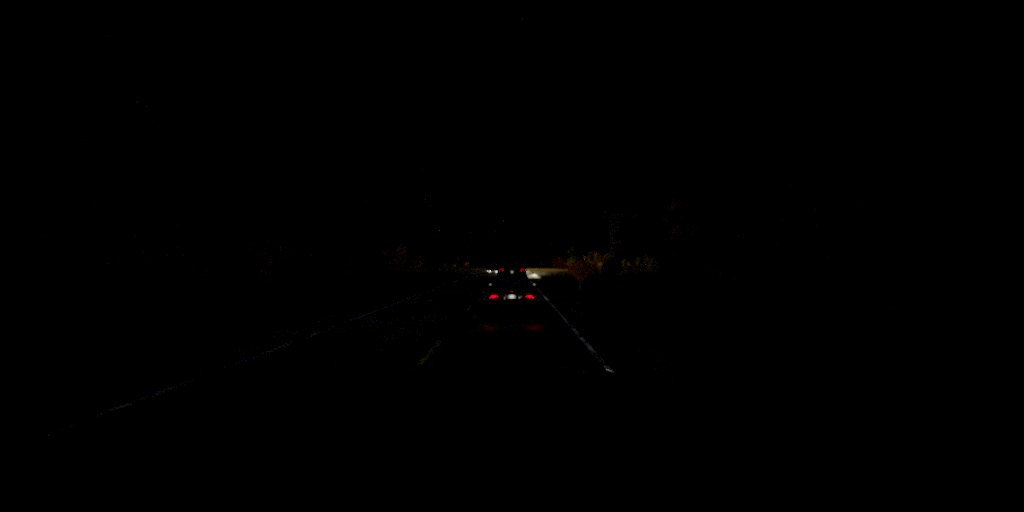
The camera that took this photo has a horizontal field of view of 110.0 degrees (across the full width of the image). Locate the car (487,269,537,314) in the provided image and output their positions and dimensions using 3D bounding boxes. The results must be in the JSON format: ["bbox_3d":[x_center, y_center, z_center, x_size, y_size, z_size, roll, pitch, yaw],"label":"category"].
[{"bbox_3d":[0.007,1.431,14.400,2.033,1.411,5.357,0,-1,0],"label":"car"}]

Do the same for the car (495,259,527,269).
[{"bbox_3d":[0.006,1.278,29.452,2.150,2.045,5.566,0,0,0],"label":"car"}]

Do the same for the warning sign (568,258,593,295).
[{"bbox_3d":[3.547,1.044,18.601,1.300,1.860,1.060,0,0,0],"label":"warning sign"}]
